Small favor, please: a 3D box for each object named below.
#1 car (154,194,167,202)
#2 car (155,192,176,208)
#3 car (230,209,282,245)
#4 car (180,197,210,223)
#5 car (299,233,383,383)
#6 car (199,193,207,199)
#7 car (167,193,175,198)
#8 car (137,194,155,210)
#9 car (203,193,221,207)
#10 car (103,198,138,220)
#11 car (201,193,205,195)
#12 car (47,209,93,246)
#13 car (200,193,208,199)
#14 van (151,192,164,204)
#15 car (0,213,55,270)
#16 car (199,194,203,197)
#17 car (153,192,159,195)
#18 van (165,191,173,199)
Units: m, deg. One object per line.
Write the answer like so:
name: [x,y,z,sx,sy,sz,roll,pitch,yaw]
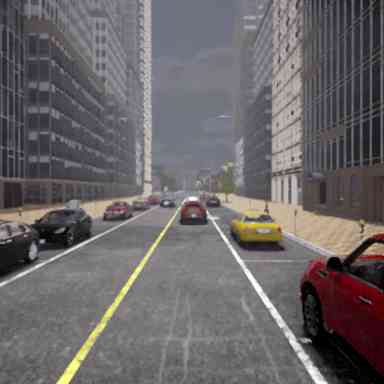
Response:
car: [-5.665,1.110,60.206,1.802,1.307,4.206,0,0,0]
car: [-3.037,1.167,42.155,2.128,1.511,4.902,0,0,0]
car: [2.699,1.414,14.823,1.752,1.417,4.829,0,0,0]
car: [0.112,1.344,23.862,1.812,1.442,4.674,0,1,0]
car: [2.696,1.290,3.268,2.192,1.841,5.009,0,0,0]
car: [2.724,0.862,83.126,1.752,1.417,4.829,0,0,0]
car: [-5.654,0.856,88.666,1.947,1.339,4.313,0,0,0]
car: [-5.674,1.263,37.438,2.008,1.369,4.403,0,0,0]
car: [2.709,1.233,43.114,1.947,1.339,4.313,0,0,0]
car: [-5.677,1.384,26.052,1.802,1.307,4.206,0,0,0]
car: [2.719,0.922,65.879,1.967,1.590,4.097,0,0,0]
car: [-5.682,1.455,14.670,1.947,1.339,4.313,0,0,0]
car: [2.722,0.968,77.264,1.802,1.307,4.206,0,0,0]
van: [-5.666,0.916,54.512,1.690,1.788,3.998,0,0,0]
car: [-5.684,1.483,8.977,2.008,1.369,4.403,0,0,0]
car: [0.115,1.278,41.794,1.895,1.301,4.718,0,0,0]
car: [-5.669,1.166,48.822,1.887,1.381,4.507,0,0,0]
van: [-5.655,0.679,82.972,1.690,1.788,3.998,0,0,0]
